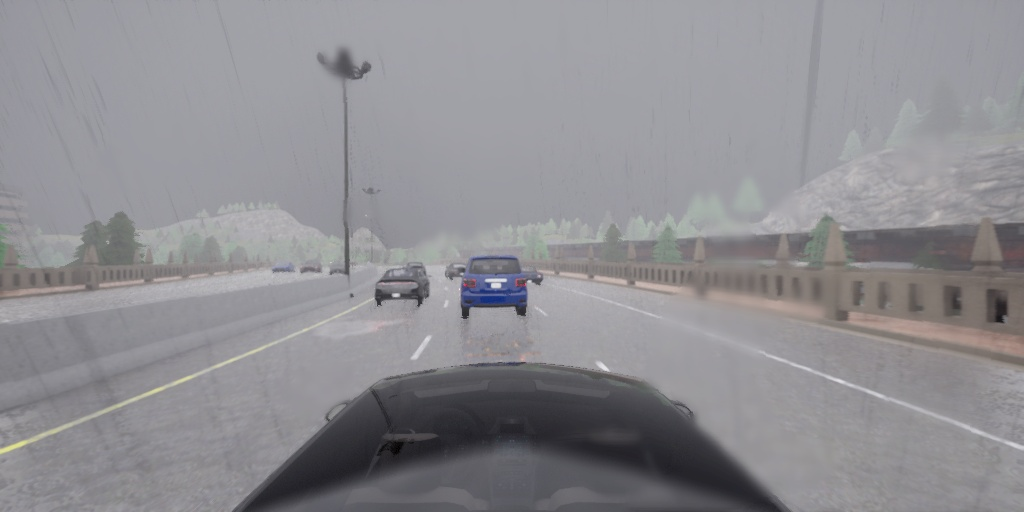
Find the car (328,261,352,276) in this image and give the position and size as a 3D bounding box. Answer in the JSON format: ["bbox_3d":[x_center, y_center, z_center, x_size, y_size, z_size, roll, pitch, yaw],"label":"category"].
[{"bbox_3d":[-19.356,1.394,40.249,1.837,1.490,4.892,0,0,-22],"label":"car"}]

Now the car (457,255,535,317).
[{"bbox_3d":[-0.802,0.977,13.376,2.150,2.045,5.566,0,0,-7],"label":"car"}]

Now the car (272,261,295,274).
[{"bbox_3d":[-29.296,1.445,46.048,1.882,1.535,5.008,0,0,-22],"label":"car"}]

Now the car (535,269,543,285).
[{"bbox_3d":[0.625,1.347,25.147,1.895,1.301,4.718,0,0,-13],"label":"car"}]

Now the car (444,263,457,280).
[{"bbox_3d":[-4.728,1.304,31.324,1.812,1.442,4.674,0,0,-17],"label":"car"}]

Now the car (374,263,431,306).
[{"bbox_3d":[-4.717,1.269,15.906,2.128,1.511,4.902,0,0,-8],"label":"car"}]

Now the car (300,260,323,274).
[{"bbox_3d":[-24.942,1.285,44.655,2.097,1.767,4.553,0,0,-22],"label":"car"}]
